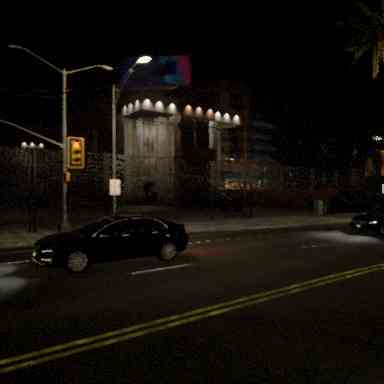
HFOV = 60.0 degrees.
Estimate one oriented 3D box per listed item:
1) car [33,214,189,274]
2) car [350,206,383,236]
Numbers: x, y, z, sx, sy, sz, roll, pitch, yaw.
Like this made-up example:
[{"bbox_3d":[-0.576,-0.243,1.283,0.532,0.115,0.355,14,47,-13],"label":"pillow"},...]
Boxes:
[{"bbox_3d":[-2.409,1.499,10.695,4.892,1.490,1.837,0,0,-34],"label":"car"},{"bbox_3d":[10.905,1.500,18.197,4.674,1.442,1.812,0,0,-20],"label":"car"}]
